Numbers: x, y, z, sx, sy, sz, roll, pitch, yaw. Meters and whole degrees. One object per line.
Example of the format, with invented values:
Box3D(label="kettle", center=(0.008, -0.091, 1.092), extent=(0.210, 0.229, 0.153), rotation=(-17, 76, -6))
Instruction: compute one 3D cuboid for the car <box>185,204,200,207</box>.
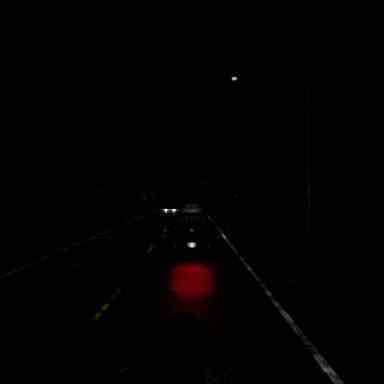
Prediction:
Box3D(label="car", center=(0.013, 1.801, 29.373), extent=(1.812, 1.442, 4.674), rotation=(0, 0, 0))

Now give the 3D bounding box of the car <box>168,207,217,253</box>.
Box3D(label="car", center=(0.008, 1.643, 14.305), extent=(1.837, 1.490, 4.892), rotation=(0, 0, 0))

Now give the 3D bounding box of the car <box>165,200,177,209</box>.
Box3D(label="car", center=(-3.485, 2.062, 55.541), extent=(2.033, 1.411, 5.357), rotation=(0, -1, 0))
